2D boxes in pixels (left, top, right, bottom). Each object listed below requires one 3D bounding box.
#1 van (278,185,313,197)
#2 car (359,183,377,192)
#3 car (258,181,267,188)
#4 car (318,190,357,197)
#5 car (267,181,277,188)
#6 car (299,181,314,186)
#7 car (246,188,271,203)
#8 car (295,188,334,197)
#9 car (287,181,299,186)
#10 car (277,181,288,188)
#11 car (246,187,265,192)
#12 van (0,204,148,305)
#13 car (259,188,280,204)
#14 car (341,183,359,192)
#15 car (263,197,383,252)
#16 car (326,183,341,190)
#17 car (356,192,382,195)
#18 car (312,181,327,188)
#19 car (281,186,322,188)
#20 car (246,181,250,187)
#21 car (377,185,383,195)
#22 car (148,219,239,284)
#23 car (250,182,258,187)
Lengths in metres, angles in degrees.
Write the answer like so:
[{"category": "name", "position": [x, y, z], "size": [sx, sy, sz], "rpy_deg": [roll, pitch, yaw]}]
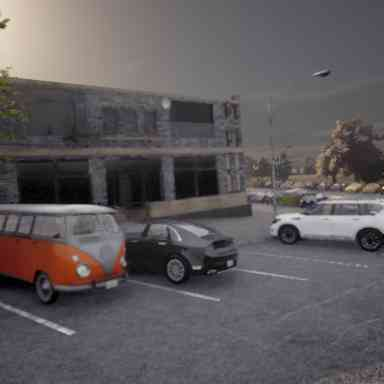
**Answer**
[{"category": "van", "position": [13.049, 0.670, 41.768], "size": [1.878, 1.987, 4.442], "rpy_deg": [0, 6, 41]}, {"category": "car", "position": [28.317, -0.629, 52.044], "size": [1.946, 1.575, 5.366], "rpy_deg": [1, 5, 41]}, {"category": "car", "position": [17.202, -1.560, 72.850], "size": [2.163, 1.488, 4.792], "rpy_deg": [2, 6, 44]}, {"category": "car", "position": [16.074, 1.115, 36.579], "size": [1.946, 1.575, 5.366], "rpy_deg": [0, 6, 40]}, {"category": "car", "position": [18.530, -1.464, 70.223], "size": [2.097, 1.535, 5.008], "rpy_deg": [1, 5, 44]}, {"category": "car", "position": [22.555, -1.213, 62.295], "size": [2.185, 1.767, 4.553], "rpy_deg": [1, 5, 43]}, {"category": "car", "position": [10.097, 0.709, 46.994], "size": [2.002, 1.452, 4.674], "rpy_deg": [1, 6, 41]}, {"category": "car", "position": [14.435, 0.900, 39.030], "size": [2.185, 1.767, 4.553], "rpy_deg": [0, 6, 40]}, {"category": "car", "position": [21.342, -1.231, 65.087], "size": [1.946, 1.575, 5.366], "rpy_deg": [1, 5, 43]}, {"category": "car", "position": [19.889, -1.465, 67.595], "size": [2.185, 1.767, 4.553], "rpy_deg": [2, 6, 43]}, {"category": "car", "position": [8.662, 0.589, 49.654], "size": [2.002, 1.452, 4.674], "rpy_deg": [0, 6, 42]}, {"category": "van", "position": [-3.398, 1.278, 7.935], "size": [4.442, 1.987, 1.878], "rpy_deg": [-1, -1, 35]}, {"category": "car", "position": [11.526, 0.790, 44.336], "size": [2.231, 1.521, 4.892], "rpy_deg": [0, 6, 41]}, {"category": "car", "position": [26.651, -0.718, 54.356], "size": [1.946, 1.575, 5.366], "rpy_deg": [2, 5, 42]}, {"category": "car", "position": [6.402, 1.376, 14.912], "size": [5.566, 2.045, 2.435], "rpy_deg": [-1, -1, 35]}, {"category": "car", "position": [25.357, -0.808, 57.101], "size": [2.002, 1.452, 4.674], "rpy_deg": [1, 5, 42]}, {"category": "car", "position": [17.284, 1.299, 33.773], "size": [2.163, 1.488, 4.792], "rpy_deg": [1, 6, 40]}, {"category": "car", "position": [23.960, -0.928, 59.708], "size": [2.002, 1.452, 4.674], "rpy_deg": [1, 5, 42]}, {"category": "car", "position": [15.485, 0.428, 47.026], "size": [2.128, 1.511, 4.902], "rpy_deg": [-5, 6, -29]}, {"category": "car", "position": [13.351, -1.981, 80.869], "size": [2.097, 1.535, 5.008], "rpy_deg": [1, 5, 45]}, {"category": "car", "position": [29.607, -0.618, 49.287], "size": [2.185, 1.767, 4.553], "rpy_deg": [1, 5, 41]}, {"category": "car", "position": [-1.012, 1.536, 9.713], "size": [4.892, 1.521, 2.231], "rpy_deg": [-1, -1, 35]}, {"category": "car", "position": [15.939, -1.693, 75.562], "size": [2.163, 1.488, 4.792], "rpy_deg": [1, 5, 44]}]
